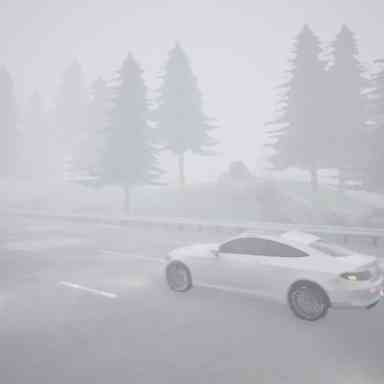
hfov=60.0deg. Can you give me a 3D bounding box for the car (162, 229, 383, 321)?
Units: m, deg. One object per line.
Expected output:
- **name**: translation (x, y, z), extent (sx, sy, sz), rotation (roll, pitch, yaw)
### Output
- **car**: translation (1.471, 1.534, 7.242), extent (4.674, 1.442, 1.812), rotation (0, 0, 36)
